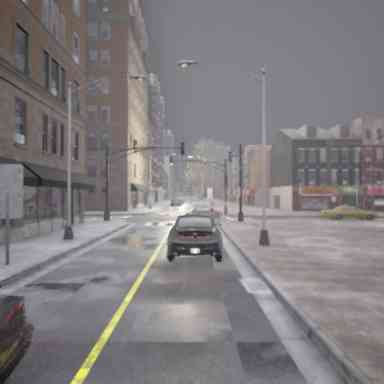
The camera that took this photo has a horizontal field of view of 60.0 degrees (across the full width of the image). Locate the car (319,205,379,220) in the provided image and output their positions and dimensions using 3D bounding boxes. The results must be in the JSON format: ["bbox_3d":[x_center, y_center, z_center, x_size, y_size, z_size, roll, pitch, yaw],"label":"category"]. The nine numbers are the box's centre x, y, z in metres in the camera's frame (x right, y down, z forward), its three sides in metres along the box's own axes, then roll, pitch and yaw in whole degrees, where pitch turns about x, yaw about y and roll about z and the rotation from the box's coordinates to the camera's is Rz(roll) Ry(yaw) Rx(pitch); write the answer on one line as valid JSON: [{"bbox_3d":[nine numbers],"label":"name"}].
[{"bbox_3d":[13.886,1.803,29.452,4.829,1.417,1.752,0,-1,0],"label":"car"}]

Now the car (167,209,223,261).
[{"bbox_3d":[0.097,1.596,12.634,1.837,1.490,4.892,0,-1,0],"label":"car"}]

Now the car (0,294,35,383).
[{"bbox_3d":[-2.850,1.562,1.750,2.033,1.411,5.357,0,0,0],"label":"car"}]

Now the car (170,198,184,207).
[{"bbox_3d":[-2.808,1.875,58.479,1.837,1.490,4.892,0,0,1],"label":"car"}]

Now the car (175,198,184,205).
[{"bbox_3d":[-2.759,2.060,73.557,1.895,1.301,4.718,0,0,0],"label":"car"}]

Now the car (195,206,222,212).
[{"bbox_3d":[1.144,1.784,26.517,1.895,1.301,4.718,0,0,15],"label":"car"}]
